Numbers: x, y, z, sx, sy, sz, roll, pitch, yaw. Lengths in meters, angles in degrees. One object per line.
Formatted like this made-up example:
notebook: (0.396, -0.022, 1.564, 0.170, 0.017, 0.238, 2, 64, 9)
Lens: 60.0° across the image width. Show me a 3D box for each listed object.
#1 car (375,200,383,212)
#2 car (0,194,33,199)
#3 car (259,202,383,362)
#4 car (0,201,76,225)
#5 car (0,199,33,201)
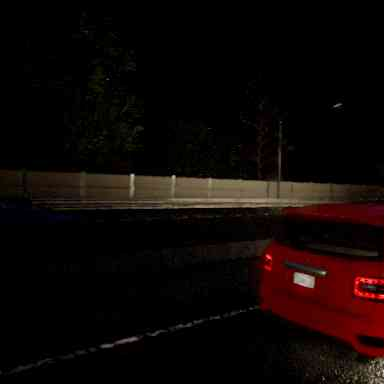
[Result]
car: (25.205, 1.731, 42.038, 4.181, 1.385, 1.994, 1, 0, -34)
car: (-10.434, 0.984, 17.563, 4.553, 1.767, 2.097, 1, 1, -35)
car: (3.633, 1.238, 5.756, 5.566, 2.045, 2.150, 1, 1, -35)
car: (-6.641, 1.236, 11.679, 5.008, 1.535, 1.882, 1, 1, -35)
car: (-8.325, 1.203, 14.769, 4.892, 1.490, 1.837, 1, 1, -35)
